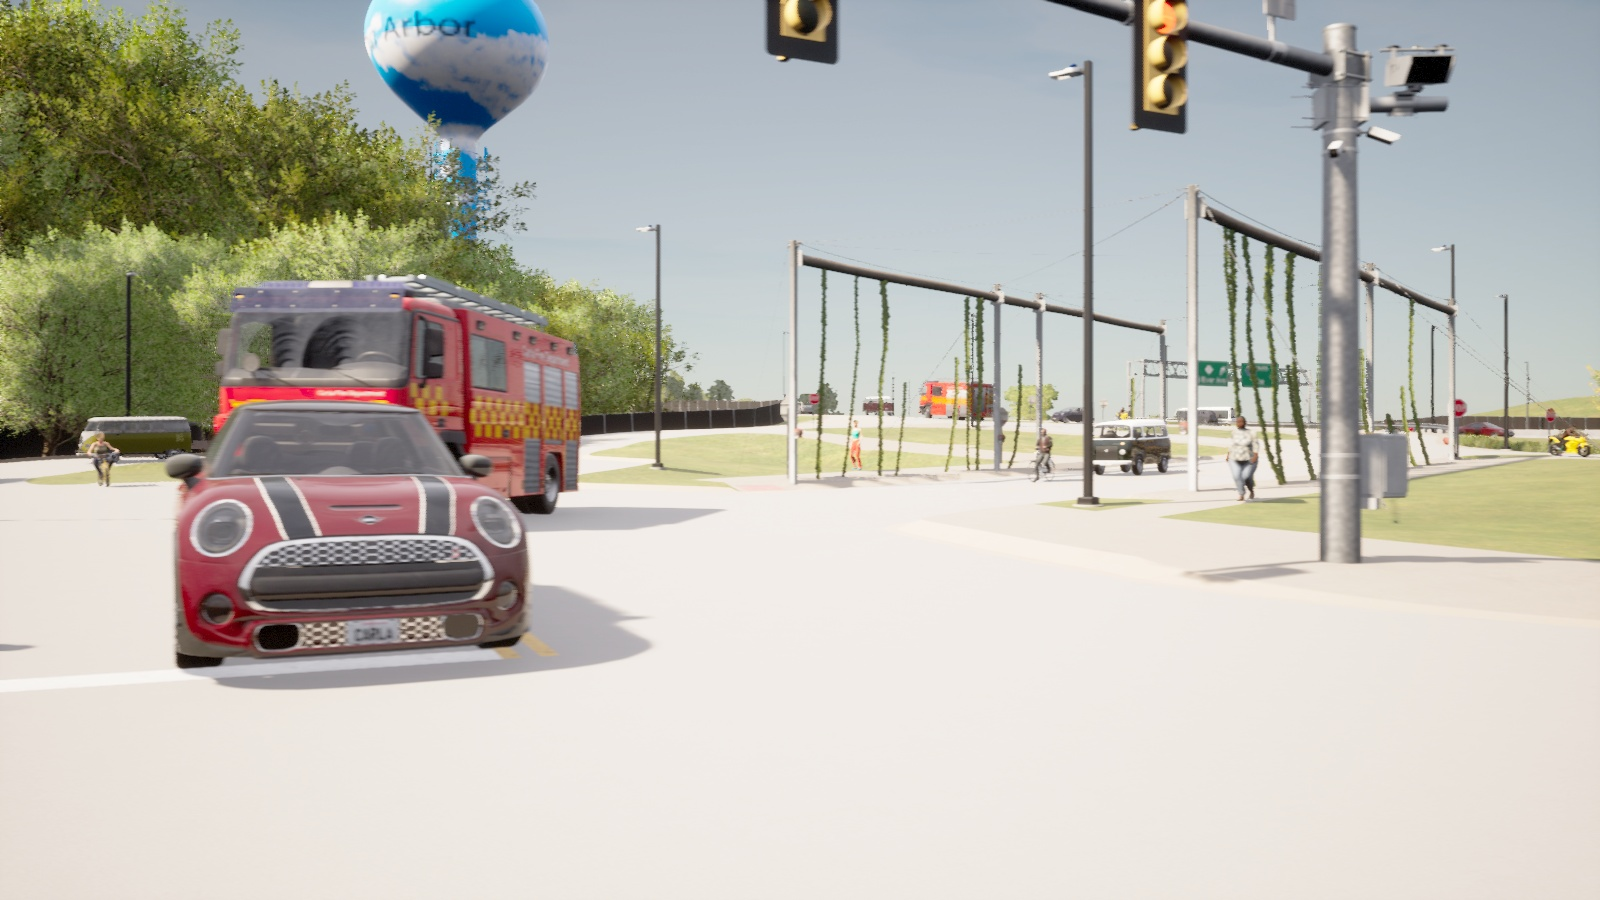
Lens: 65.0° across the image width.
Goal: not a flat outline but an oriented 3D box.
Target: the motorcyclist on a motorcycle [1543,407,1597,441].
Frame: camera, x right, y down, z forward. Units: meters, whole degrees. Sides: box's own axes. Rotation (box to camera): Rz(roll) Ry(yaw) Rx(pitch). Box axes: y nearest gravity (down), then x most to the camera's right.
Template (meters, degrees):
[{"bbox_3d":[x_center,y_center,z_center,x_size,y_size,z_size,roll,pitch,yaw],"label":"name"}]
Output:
[{"bbox_3d":[35.936,-1.210,58.628,0.797,1.523,2.044,-1,1,-24],"label":"motorcyclist on a motorcycle"}]

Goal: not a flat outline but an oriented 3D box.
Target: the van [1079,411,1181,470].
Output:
[{"bbox_3d":[12.399,-0.390,46.993,2.069,2.038,4.480,-1,1,37],"label":"van"}]

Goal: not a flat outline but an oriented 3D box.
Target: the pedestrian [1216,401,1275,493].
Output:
[{"bbox_3d":[9.229,-0.055,26.012,0.874,1.855,0.900,-1,0,39],"label":"pedestrian"}]

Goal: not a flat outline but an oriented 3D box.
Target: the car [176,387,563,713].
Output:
[{"bbox_3d":[-3.430,0.491,9.310,2.097,1.767,4.553,-1,1,-27],"label":"car"}]

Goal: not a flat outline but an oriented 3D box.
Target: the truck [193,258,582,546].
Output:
[{"bbox_3d":[-6.289,-0.604,21.063,2.891,3.827,8.468,-1,0,7],"label":"truck"}]

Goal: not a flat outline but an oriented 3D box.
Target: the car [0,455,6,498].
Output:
[{"bbox_3d":[-29.869,1.035,44.848,1.789,1.549,3.705,-2,2,-21],"label":"car"}]

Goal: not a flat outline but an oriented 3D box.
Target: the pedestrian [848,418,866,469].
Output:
[{"bbox_3d":[2.040,-0.232,45.006,0.345,1.836,0.594,-1,0,40],"label":"pedestrian"}]

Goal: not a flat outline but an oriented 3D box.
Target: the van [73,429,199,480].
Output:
[{"bbox_3d":[-29.073,0.153,55.067,1.775,1.987,4.442,1,4,43],"label":"van"}]

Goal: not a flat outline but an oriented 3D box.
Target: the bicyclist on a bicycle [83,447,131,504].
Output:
[{"bbox_3d":[-20.594,0.751,37.315,0.866,1.612,1.509,-6,3,-39],"label":"bicyclist on a bicycle"}]

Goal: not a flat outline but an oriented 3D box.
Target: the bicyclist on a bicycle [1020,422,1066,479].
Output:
[{"bbox_3d":[7.977,0.006,41.189,0.659,1.776,1.843,-1,1,38],"label":"bicyclist on a bicycle"}]
